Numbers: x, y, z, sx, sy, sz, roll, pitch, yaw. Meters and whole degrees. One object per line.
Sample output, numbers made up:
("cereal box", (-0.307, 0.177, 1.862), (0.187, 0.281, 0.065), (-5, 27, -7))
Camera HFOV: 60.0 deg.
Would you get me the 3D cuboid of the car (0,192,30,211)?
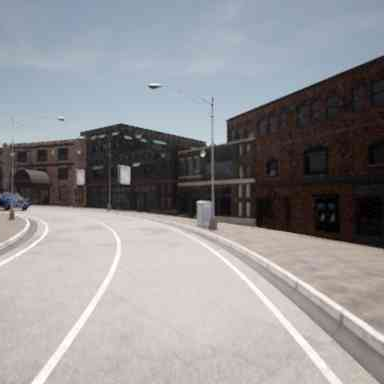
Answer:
("car", (-20.486, 1.043, 37.311), (5.566, 2.045, 2.150), (1, -1, 36))
